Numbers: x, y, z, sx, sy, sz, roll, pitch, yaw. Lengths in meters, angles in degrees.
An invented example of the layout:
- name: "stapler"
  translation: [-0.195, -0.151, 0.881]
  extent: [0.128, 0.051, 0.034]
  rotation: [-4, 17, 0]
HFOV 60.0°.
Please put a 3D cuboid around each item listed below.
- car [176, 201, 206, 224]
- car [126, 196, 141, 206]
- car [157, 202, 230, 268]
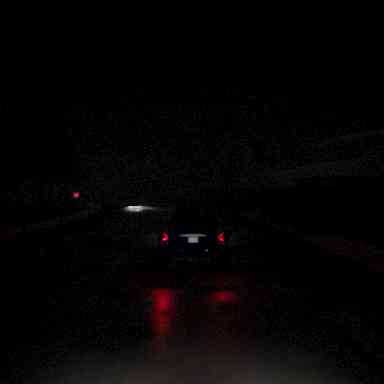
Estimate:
- name: "car"
  translation: [-0.205, 1.495, 25.349]
  extent: [2.033, 1.411, 5.357]
  rotation: [0, 0, -3]
- name: "car"
  translation: [-9.204, 1.385, 51.909]
  extent: [2.128, 1.511, 4.902]
  rotation: [0, 0, -19]
- name: "car"
  translation: [0.053, 1.330, 11.323]
  extent: [2.097, 1.767, 4.553]
  rotation: [0, 0, 1]
